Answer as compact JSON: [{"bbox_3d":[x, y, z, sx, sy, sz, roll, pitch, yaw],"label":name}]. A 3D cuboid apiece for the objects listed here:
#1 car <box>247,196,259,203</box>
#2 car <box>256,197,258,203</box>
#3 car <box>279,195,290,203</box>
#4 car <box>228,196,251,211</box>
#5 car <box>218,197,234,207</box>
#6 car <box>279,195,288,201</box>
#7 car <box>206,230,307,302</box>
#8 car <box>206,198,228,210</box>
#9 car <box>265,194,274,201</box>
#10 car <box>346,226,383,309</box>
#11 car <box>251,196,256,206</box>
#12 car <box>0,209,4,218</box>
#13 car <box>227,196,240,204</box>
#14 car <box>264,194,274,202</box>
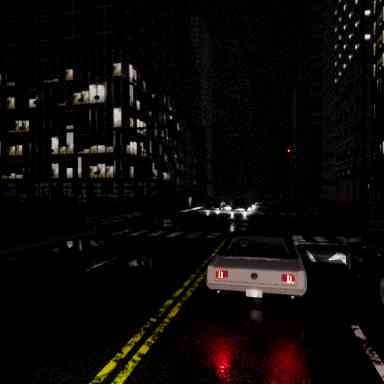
[{"bbox_3d":[12.823,1.485,69.733,2.033,1.411,5.357,0,0,13],"label":"car"},{"bbox_3d":[10.352,1.559,59.539,1.895,1.301,4.718,0,0,14],"label":"car"},{"bbox_3d":[19.480,1.474,69.639,2.033,1.411,5.357,0,0,13],"label":"car"},{"bbox_3d":[5.894,1.503,40.731,1.812,1.442,4.674,0,0,13],"label":"car"},{"bbox_3d":[5.455,1.567,53.040,1.895,1.301,4.718,0,0,13],"label":"car"},{"bbox_3d":[21.875,1.355,79.809,1.895,1.301,4.718,0,0,13],"label":"car"},{"bbox_3d":[1.702,1.597,8.344,1.895,1.301,4.718,0,0,14],"label":"car"},{"bbox_3d":[3.125,1.524,43.174,2.033,1.411,5.357,0,0,13],"label":"car"},{"bbox_3d":[18.704,1.286,80.525,2.128,1.511,4.902,0,0,13],"label":"car"},{"bbox_3d":[4.832,1.501,7.441,1.837,1.490,4.892,0,0,13],"label":"car"},{"bbox_3d":[8.014,1.460,49.733,2.128,1.511,4.902,0,0,13],"label":"car"},{"bbox_3d":[-17.326,1.435,26.673,4.313,1.339,1.947,1,1,14],"label":"car"},{"bbox_3d":[7.886,1.460,63.169,1.837,1.490,4.892,0,0,14],"label":"car"},{"bbox_3d":[16.419,1.530,70.821,1.895,1.301,4.718,0,0,13],"label":"car"}]
